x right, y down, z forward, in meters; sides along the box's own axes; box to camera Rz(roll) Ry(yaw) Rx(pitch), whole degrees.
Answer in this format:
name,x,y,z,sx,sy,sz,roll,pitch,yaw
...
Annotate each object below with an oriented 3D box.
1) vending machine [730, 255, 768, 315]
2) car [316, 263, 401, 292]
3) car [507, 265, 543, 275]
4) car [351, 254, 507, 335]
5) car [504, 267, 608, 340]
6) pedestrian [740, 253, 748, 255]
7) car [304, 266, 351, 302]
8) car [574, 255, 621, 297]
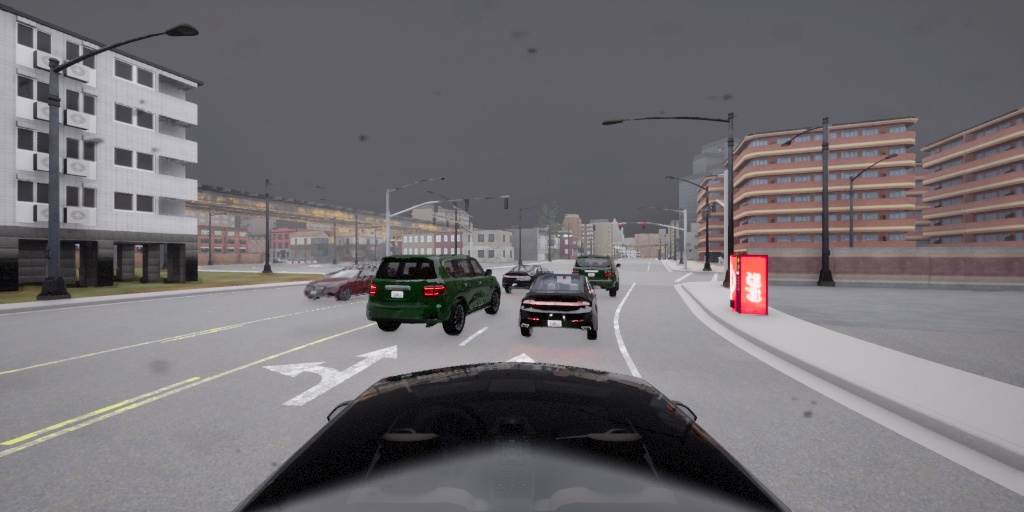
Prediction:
name,x,y,z,sx,sy,sz,roll,pitch,yaw
vending machine,7.821,0.945,11.848,1.100,2.100,0.880,0,0,20
car,-9.395,1.242,22.490,2.128,1.511,4.902,0,0,21
car,1.124,1.241,20.177,2.128,1.511,4.902,0,0,24
car,-1.988,0.971,10.814,2.150,2.045,5.566,0,0,14
car,1.444,1.241,10.101,2.128,1.511,4.902,0,0,12
pedestrian,8.055,0.795,12.467,0.375,1.860,0.375,0,0,21
car,-7.571,1.275,17.267,1.812,1.442,4.674,0,0,19
car,4.572,0.971,19.341,2.150,2.045,5.566,0,0,19
